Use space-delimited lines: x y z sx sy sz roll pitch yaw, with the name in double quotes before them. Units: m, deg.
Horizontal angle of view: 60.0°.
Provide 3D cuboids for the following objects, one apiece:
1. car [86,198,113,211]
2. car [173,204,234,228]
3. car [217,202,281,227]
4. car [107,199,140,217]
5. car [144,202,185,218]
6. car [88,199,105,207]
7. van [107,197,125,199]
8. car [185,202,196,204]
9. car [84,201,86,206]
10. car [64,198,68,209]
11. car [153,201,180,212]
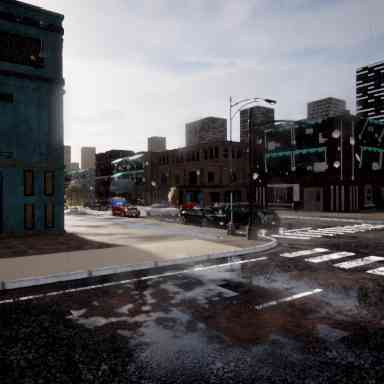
"car" -13.761 2.054 49.873 1.837 1.490 4.892 -1 -1 -35
"car" 0.757 1.814 24.585 1.947 1.339 4.313 -1 0 -35
"car" 4.233 1.547 24.266 2.097 1.767 4.553 -1 0 -34
"car" -7.169 1.846 35.978 1.967 1.590 4.097 -1 0 -35
"car" -3.097 1.942 34.731 1.895 1.301 4.718 -1 0 -35
"car" -19.528 2.227 67.923 1.887 1.381 4.507 -1 0 -35
"van" -13.133 1.907 58.890 1.690 1.788 3.998 -1 0 -35
"car" -0.329 1.903 40.825 1.802 1.307 4.206 -2 0 -35
"car" -19.270 2.230 63.093 1.994 1.385 4.181 -1 0 -35
"car" -23.067 2.232 58.422 1.752 1.417 4.829 -1 0 -35
"car" -3.528 1.966 45.341 1.802 1.307 4.206 -2 0 -35
